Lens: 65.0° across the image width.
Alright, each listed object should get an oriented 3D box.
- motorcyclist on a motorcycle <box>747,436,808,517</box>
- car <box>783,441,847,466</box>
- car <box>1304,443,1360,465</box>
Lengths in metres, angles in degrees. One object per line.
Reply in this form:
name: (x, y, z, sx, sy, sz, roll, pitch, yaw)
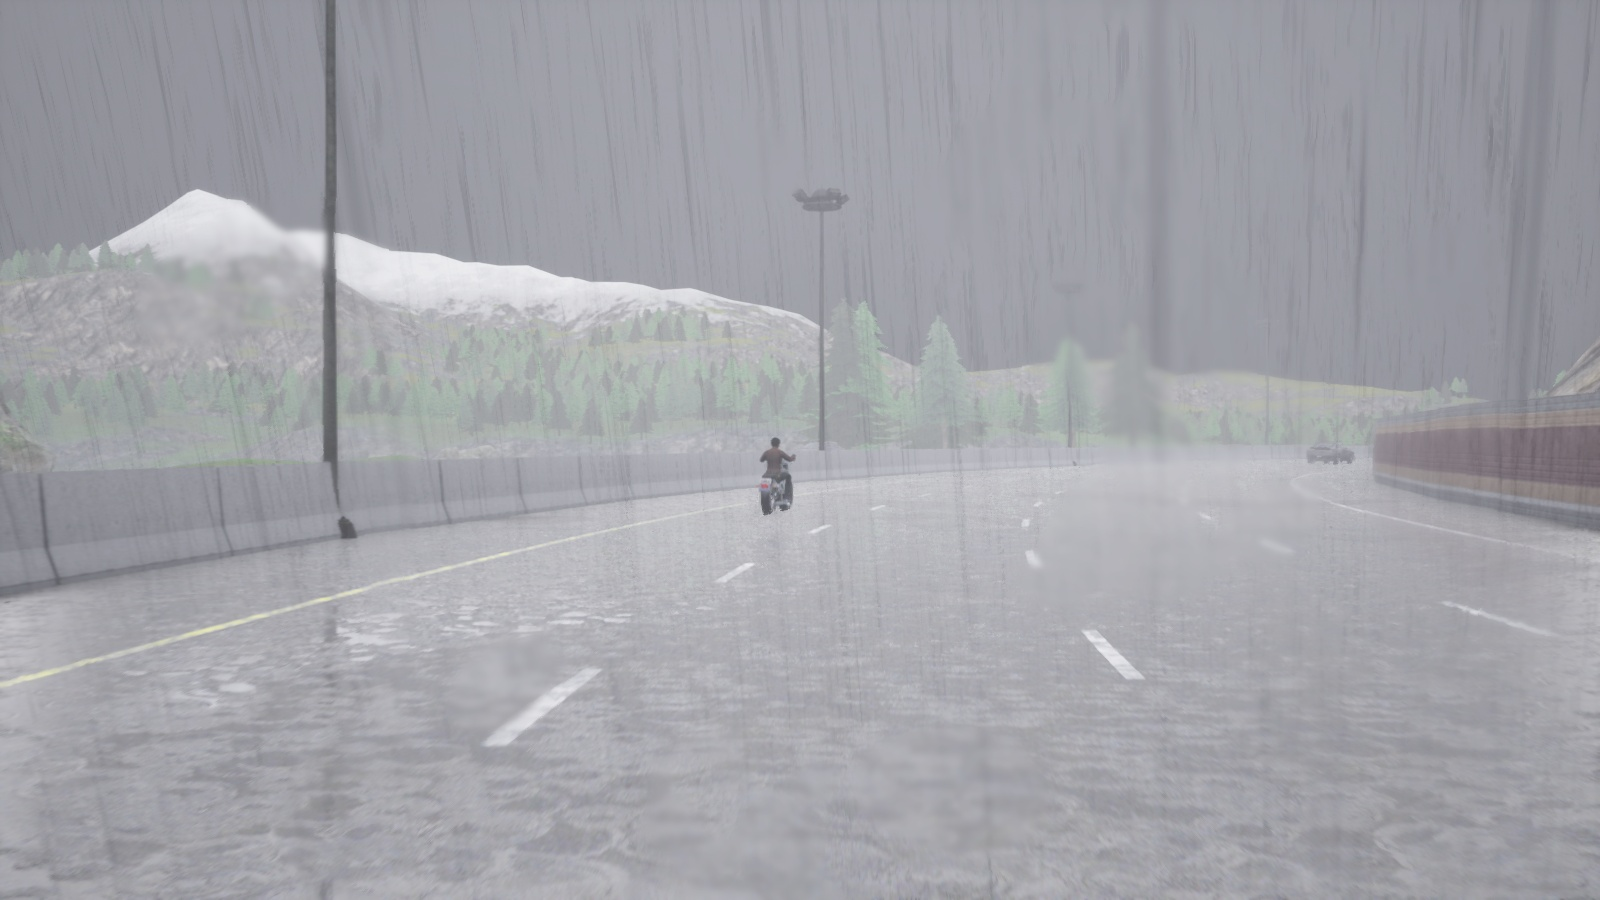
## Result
motorcyclist on a motorcycle: (-0.456, 0.545, 26.904, 0.766, 1.649, 2.350, 1, 0, 12)
car: (1.042, 0.198, 85.022, 2.033, 1.649, 4.856, 0, 0, 33)
car: (36.342, 0.254, 85.664, 2.128, 1.511, 4.902, 0, 0, 41)
